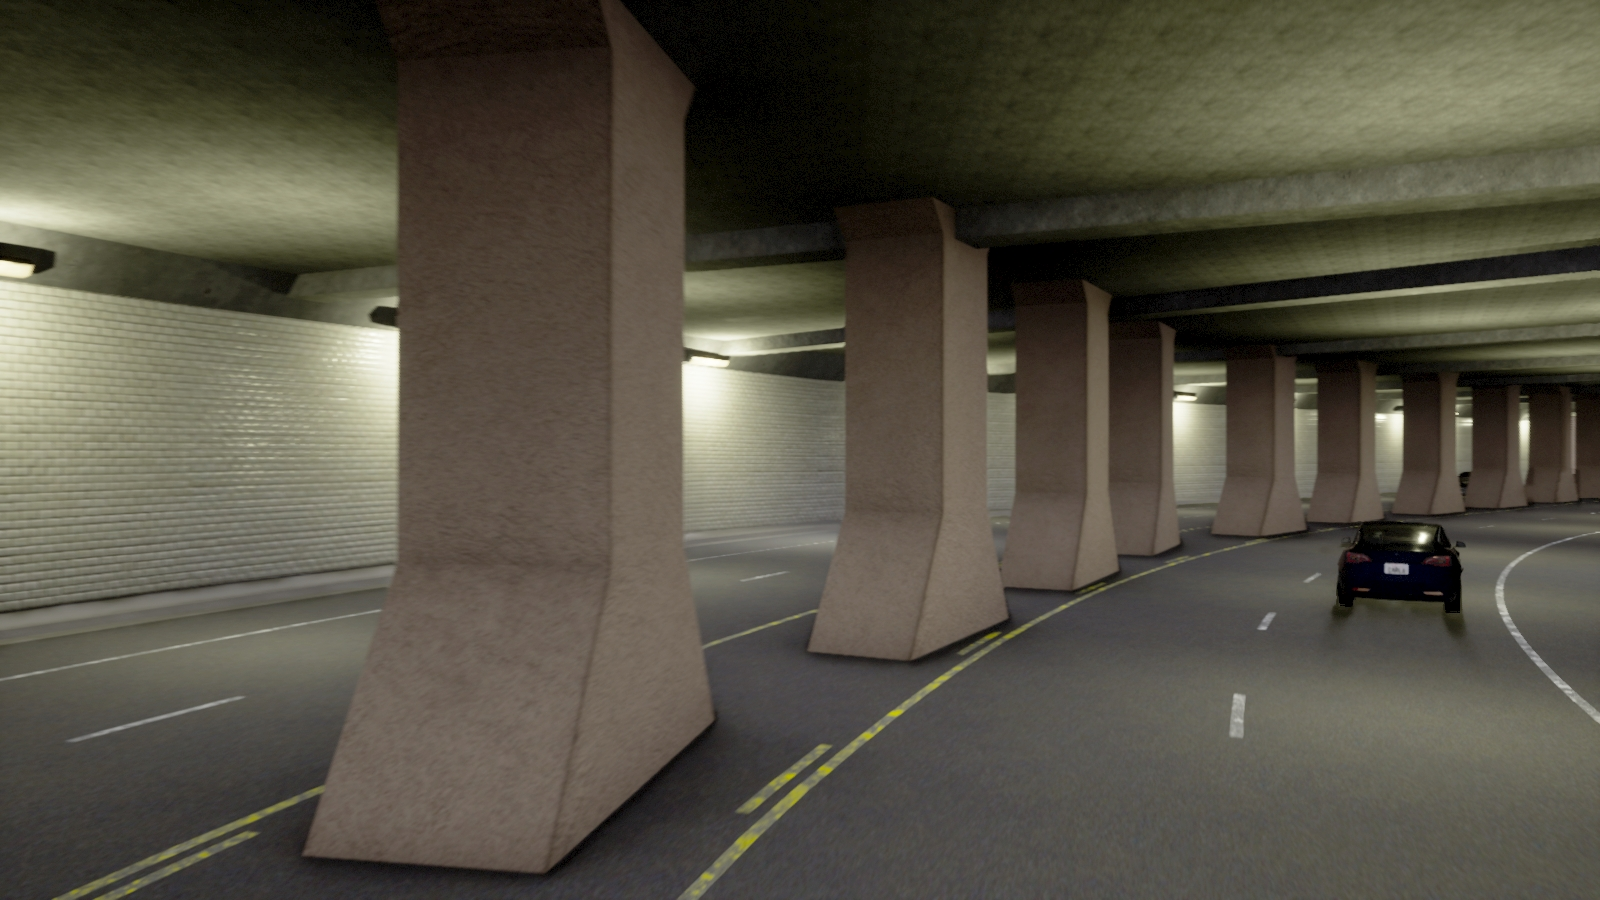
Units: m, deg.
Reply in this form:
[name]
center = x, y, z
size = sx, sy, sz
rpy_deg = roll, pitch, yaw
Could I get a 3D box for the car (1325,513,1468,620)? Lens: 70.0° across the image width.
[car]
center = 11.280, 2.073, 21.504
size = 2.163, 1.488, 4.792
rpy_deg = 0, 0, 29
